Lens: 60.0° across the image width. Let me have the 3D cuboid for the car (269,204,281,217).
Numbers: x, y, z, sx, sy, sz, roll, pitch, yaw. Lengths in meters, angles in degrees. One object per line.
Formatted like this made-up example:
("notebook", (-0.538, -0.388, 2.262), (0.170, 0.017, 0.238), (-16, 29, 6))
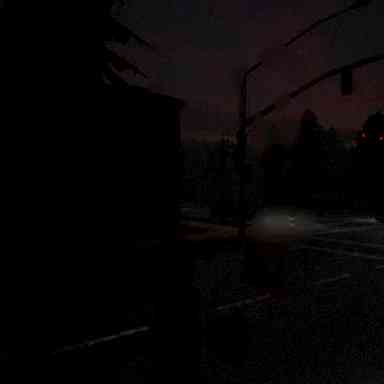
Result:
("car", (5.707, 1.435, 29.835), (1.837, 1.490, 4.892), (0, 1, -35))

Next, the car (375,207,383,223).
("car", (14.700, 1.291, 22.283), (2.097, 1.767, 4.553), (0, 0, -17))

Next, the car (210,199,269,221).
("car", (3.477, 1.433, 26.900), (2.128, 1.511, 4.902), (0, 0, -34))
